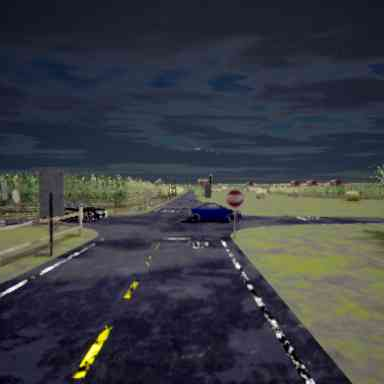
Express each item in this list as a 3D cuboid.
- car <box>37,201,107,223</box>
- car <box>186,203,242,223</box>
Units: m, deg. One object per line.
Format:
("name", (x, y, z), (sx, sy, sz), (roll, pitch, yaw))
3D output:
("car", (-8.770, 1.414, 24.542), (4.902, 1.511, 2.128), (0, 1, -1))
("car", (1.641, 1.519, 24.721), (4.181, 1.385, 1.994), (0, 1, -1))
